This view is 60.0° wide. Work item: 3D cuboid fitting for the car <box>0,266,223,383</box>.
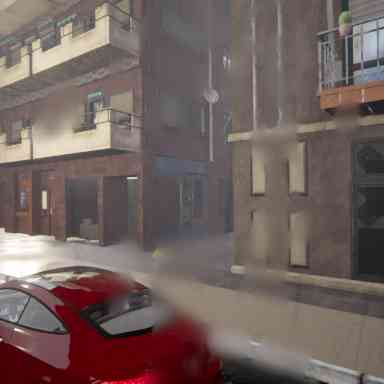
[{"bbox_3d":[-1.633,1.583,4.011,4.206,1.307,1.802,0,-1,35],"label":"car"}]
